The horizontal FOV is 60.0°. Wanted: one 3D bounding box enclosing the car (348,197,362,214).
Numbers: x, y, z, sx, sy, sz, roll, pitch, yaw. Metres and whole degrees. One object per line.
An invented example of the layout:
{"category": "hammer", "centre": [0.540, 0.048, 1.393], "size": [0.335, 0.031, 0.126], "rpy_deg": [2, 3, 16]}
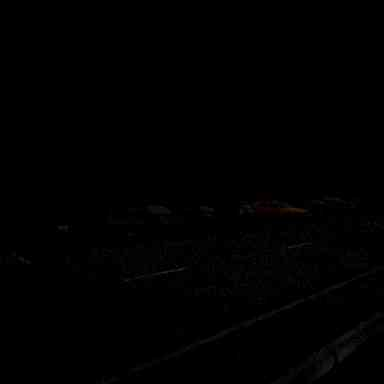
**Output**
{"category": "car", "centre": [12.186, 1.250, 30.323], "size": [2.097, 1.535, 5.008], "rpy_deg": [0, 1, -42]}

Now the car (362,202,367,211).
{"category": "car", "centre": [14.225, 1.233, 32.175], "size": [2.231, 1.521, 4.892], "rpy_deg": [-1, 1, -42]}

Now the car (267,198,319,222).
{"category": "car", "centre": [6.190, 1.291, 24.633], "size": [1.946, 1.575, 5.366], "rpy_deg": [0, 1, -42]}

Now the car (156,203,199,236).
{"category": "car", "centre": [-2.091, 1.336, 17.362], "size": [2.002, 1.452, 4.674], "rpy_deg": [0, 1, -42]}

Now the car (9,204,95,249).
{"category": "car", "centre": [-6.187, 1.307, 13.675], "size": [2.163, 1.488, 4.792], "rpy_deg": [0, 1, -42]}

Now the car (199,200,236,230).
{"category": "car", "centre": [-0.050, 1.340, 19.210], "size": [2.002, 1.452, 4.674], "rpy_deg": [0, 1, -42]}

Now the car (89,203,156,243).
{"category": "car", "centre": [-4.110, 1.321, 15.482], "size": [2.163, 1.488, 4.792], "rpy_deg": [0, 1, -42]}

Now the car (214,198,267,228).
{"category": "car", "centre": [2.015, 1.178, 21.044], "size": [2.185, 1.767, 4.553], "rpy_deg": [0, 1, -42]}

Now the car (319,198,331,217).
{"category": "car", "centre": [8.089, 1.311, 26.648], "size": [2.163, 1.488, 4.792], "rpy_deg": [0, 1, -42]}

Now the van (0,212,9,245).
{"category": "van", "centre": [-8.279, 1.037, 11.886], "size": [1.878, 1.987, 4.442], "rpy_deg": [1, 1, -42]}

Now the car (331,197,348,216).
{"category": "car", "centre": [10.140, 1.267, 28.480], "size": [2.231, 1.521, 4.892], "rpy_deg": [0, 1, -42]}
